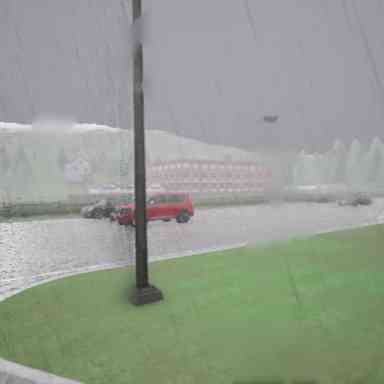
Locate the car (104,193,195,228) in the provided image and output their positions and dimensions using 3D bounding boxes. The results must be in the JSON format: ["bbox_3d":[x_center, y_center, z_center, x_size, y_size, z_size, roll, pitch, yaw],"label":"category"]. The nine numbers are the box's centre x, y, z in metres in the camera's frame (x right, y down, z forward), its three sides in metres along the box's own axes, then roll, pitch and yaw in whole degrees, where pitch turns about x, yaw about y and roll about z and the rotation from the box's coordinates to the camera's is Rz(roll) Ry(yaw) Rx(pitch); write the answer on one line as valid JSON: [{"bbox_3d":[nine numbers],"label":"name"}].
[{"bbox_3d":[-2.409,1.103,21.444,5.566,2.045,2.150,-1,0,-37],"label":"car"}]

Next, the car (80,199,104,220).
[{"bbox_3d":[-6.658,1.265,27.006,4.553,1.767,2.097,-1,1,-37],"label":"car"}]

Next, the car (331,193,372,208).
[{"bbox_3d":[18.154,0.912,37.117,4.902,1.511,2.128,-1,1,-37],"label":"car"}]

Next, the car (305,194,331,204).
[{"bbox_3d":[17.687,0.916,45.516,5.357,1.411,2.033,-1,0,-37],"label":"car"}]
